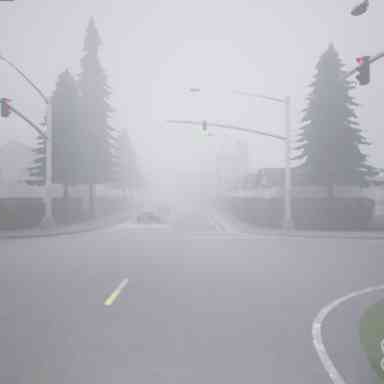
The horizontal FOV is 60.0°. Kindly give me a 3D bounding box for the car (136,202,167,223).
[{"bbox_3d":[-3.558,1.822,28.686,1.812,1.442,4.674,0,-1,1],"label":"car"}]

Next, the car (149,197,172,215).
[{"bbox_3d":[-3.539,1.765,39.777,2.097,1.767,4.553,0,-1,0],"label":"car"}]

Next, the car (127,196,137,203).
[{"bbox_3d":[-16.679,1.943,84.204,3.866,1.878,1.905,0,-1,0],"label":"car"}]
